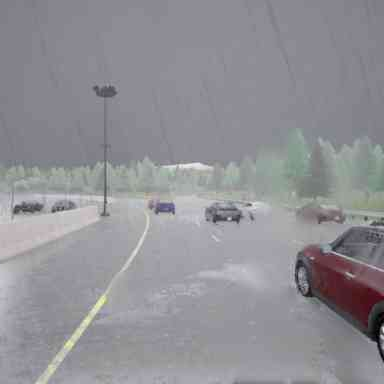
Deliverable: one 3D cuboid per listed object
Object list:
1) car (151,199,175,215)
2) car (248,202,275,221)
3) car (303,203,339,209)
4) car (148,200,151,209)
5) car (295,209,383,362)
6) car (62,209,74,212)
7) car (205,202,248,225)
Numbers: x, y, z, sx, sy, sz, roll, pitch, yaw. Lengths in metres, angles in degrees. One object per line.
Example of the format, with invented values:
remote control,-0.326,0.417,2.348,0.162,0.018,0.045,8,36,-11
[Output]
car,-2.892,1.465,34.305,1.882,1.535,5.008,0,0,-9
car,5.260,1.515,27.214,1.812,1.442,4.674,0,0,-7
car,9.168,1.516,23.933,1.812,1.442,4.674,0,0,-6
car,-4.688,1.584,43.657,1.895,1.301,4.718,0,0,-13
car,3.428,1.350,5.706,2.097,1.767,4.553,0,0,-2
car,-13.934,1.554,36.291,1.994,1.385,4.181,0,0,-11
car,2.126,1.484,23.893,2.128,1.511,4.902,0,0,-7
